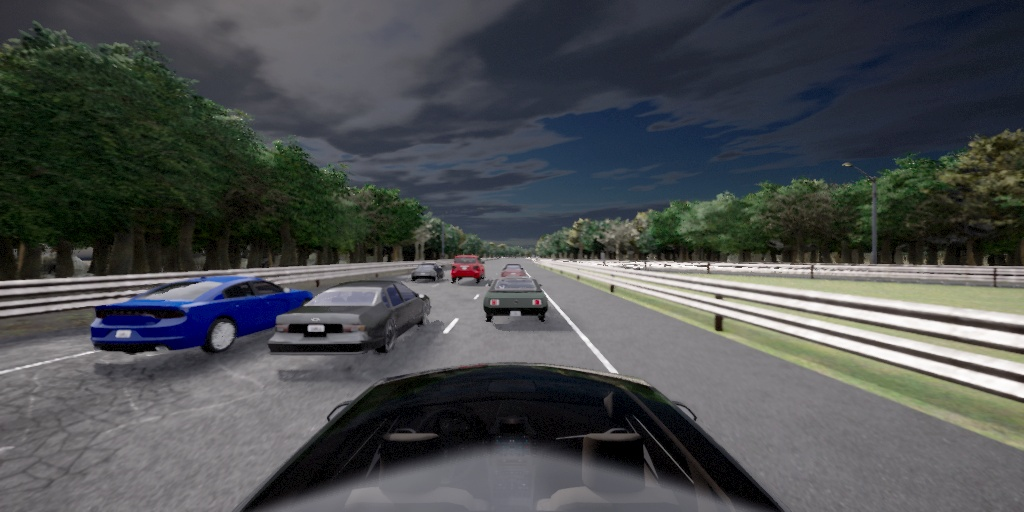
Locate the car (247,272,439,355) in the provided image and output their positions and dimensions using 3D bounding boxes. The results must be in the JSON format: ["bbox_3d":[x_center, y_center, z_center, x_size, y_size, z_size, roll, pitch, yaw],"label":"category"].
[{"bbox_3d":[-3.395,1.299,8.705,2.033,1.411,5.357,0,0,0],"label":"car"}]

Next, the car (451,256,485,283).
[{"bbox_3d":[-3.382,0.987,28.263,2.150,2.045,5.566,0,0,0],"label":"car"}]

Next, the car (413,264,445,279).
[{"bbox_3d":[-6.884,1.307,29.702,1.994,1.385,4.181,0,0,0],"label":"car"}]

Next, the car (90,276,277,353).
[{"bbox_3d":[-6.897,1.230,8.840,1.882,1.535,5.008,0,0,0],"label":"car"}]

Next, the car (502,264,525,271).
[{"bbox_3d":[0.116,1.331,29.657,1.994,1.385,4.181,0,0,0],"label":"car"}]

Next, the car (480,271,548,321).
[{"bbox_3d":[0.109,1.352,12.423,1.895,1.301,4.718,0,0,0],"label":"car"}]
